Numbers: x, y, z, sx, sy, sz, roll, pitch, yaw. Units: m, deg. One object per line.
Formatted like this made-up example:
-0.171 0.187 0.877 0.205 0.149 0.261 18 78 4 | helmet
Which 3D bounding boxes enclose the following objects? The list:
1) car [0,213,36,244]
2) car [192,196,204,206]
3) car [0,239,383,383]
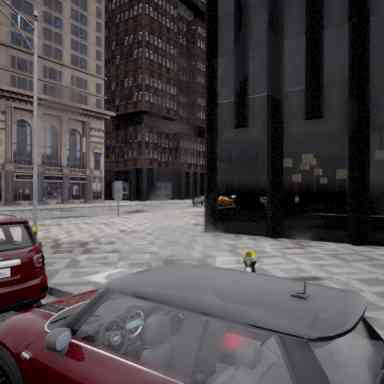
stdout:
-4.815 1.314 6.393 5.009 1.841 2.192 0 0 35 | car
1.938 1.372 52.071 2.128 1.511 4.902 0 0 36 | car
-0.254 1.440 3.140 4.097 1.590 1.967 0 0 35 | car
